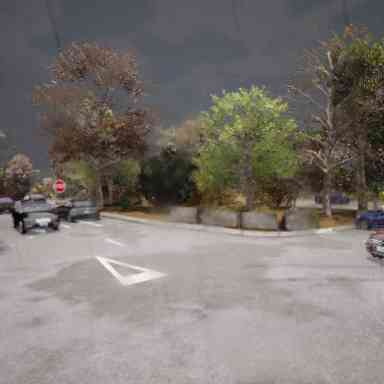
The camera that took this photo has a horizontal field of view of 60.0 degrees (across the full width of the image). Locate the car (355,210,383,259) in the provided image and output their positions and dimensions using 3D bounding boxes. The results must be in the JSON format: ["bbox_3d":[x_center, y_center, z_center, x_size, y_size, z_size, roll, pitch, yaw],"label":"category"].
[{"bbox_3d":[7.664,1.427,10.229,4.674,1.442,1.812,1,1,-18],"label":"car"}]

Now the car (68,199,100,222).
[{"bbox_3d":[-7.911,1.203,22.901,1.994,1.385,4.181,-4,3,-37],"label":"car"}]

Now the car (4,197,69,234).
[{"bbox_3d":[-8.855,1.331,18.694,2.128,1.511,4.902,-4,3,-35],"label":"car"}]

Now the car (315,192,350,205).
[{"bbox_3d":[19.342,0.749,46.048,2.097,1.767,4.553,-4,3,-36],"label":"car"}]

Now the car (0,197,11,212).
[{"bbox_3d":[-17.334,1.201,30.499,2.033,1.411,5.357,-4,3,-36],"label":"car"}]

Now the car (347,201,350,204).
[{"bbox_3d":[11.217,1.412,17.780,2.002,1.452,4.674,0,0,-35],"label":"car"}]

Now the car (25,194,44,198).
[{"bbox_3d":[-16.251,0.964,34.205,1.837,1.490,4.892,-4,3,-37],"label":"car"}]
